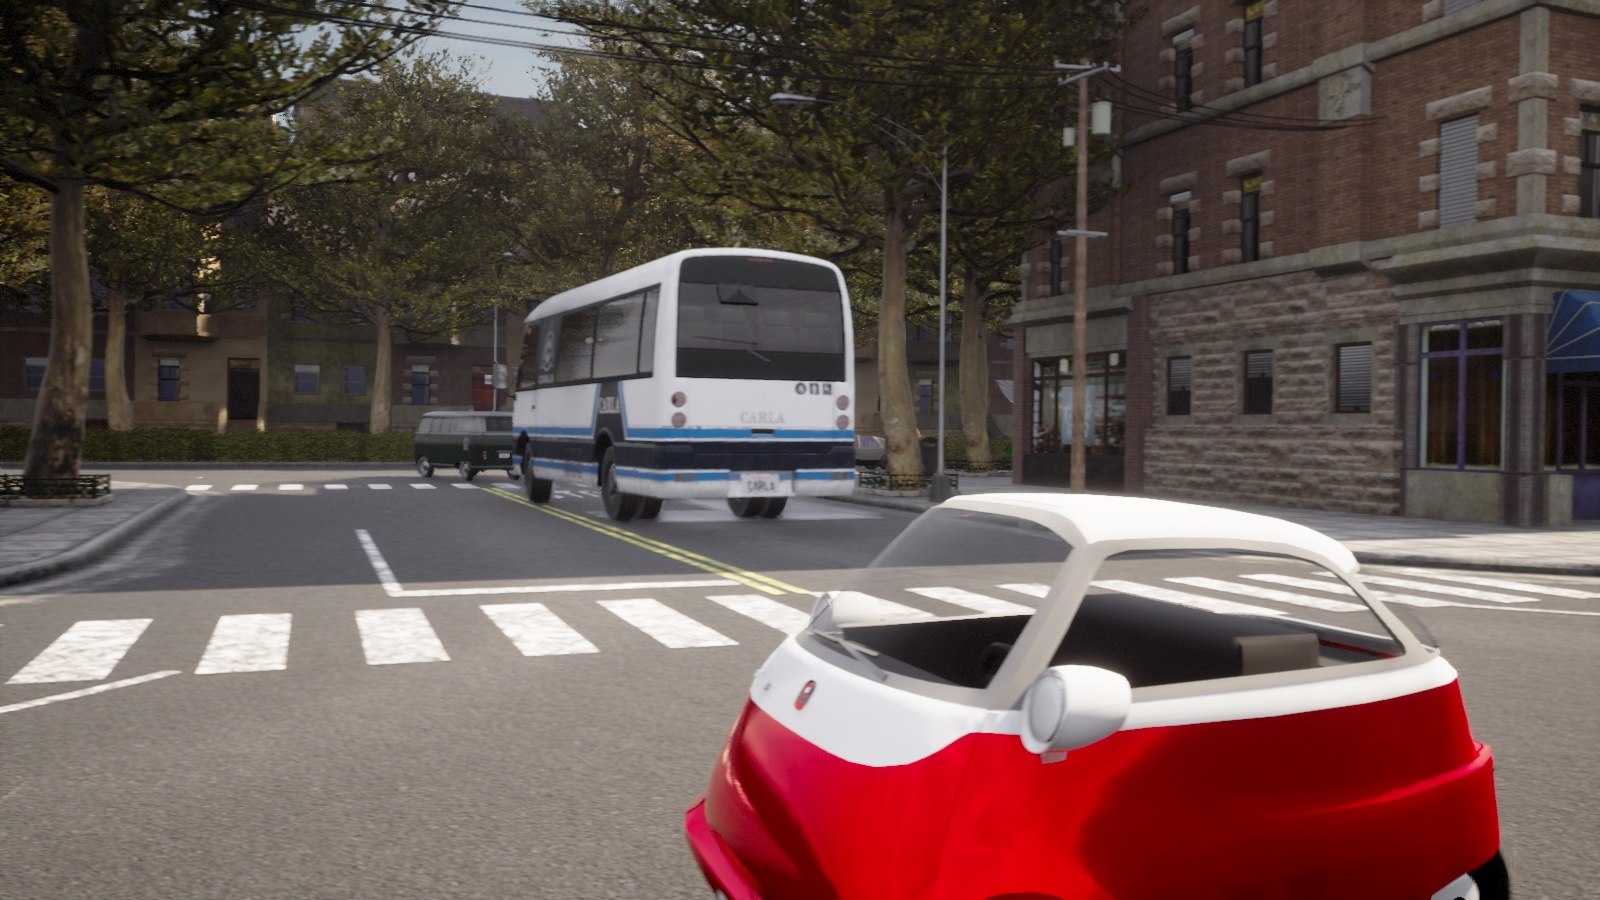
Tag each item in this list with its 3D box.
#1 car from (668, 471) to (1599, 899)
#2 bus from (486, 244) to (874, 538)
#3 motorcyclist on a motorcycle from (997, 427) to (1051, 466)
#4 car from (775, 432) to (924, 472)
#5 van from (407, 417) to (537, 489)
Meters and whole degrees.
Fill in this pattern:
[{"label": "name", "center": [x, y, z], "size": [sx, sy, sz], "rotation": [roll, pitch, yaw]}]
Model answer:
[{"label": "car", "center": [0.891, 0.785, 3.578], "size": [2.207, 1.376, 1.481], "rotation": [-1, 1, -21]}, {"label": "bus", "center": [-2.838, -0.932, 23.637], "size": [3.944, 4.253, 10.273], "rotation": [-1, 1, -25]}, {"label": "motorcyclist on a motorcycle", "center": [9.128, -0.149, 51.130], "size": [2.044, 1.523, 0.797], "rotation": [-1, 1, -21]}, {"label": "car", "center": [1.905, 0.039, 48.376], "size": [5.357, 1.411, 2.033], "rotation": [-1, 1, -21]}, {"label": "van", "center": [-9.629, 0.059, 36.646], "size": [1.775, 1.987, 4.442], "rotation": [-1, 1, -42]}]
